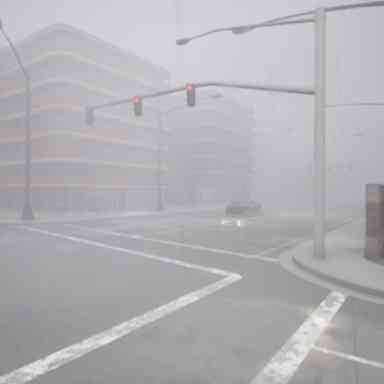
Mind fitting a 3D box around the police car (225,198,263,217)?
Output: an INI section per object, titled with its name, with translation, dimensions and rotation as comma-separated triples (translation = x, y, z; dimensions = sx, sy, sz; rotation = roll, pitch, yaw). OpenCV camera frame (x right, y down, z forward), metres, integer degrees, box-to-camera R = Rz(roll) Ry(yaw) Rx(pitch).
[police car]
translation = 4.795, 1.368, 30.660
dimensions = 1.930, 1.638, 5.238
rotation = 0, 0, 35
